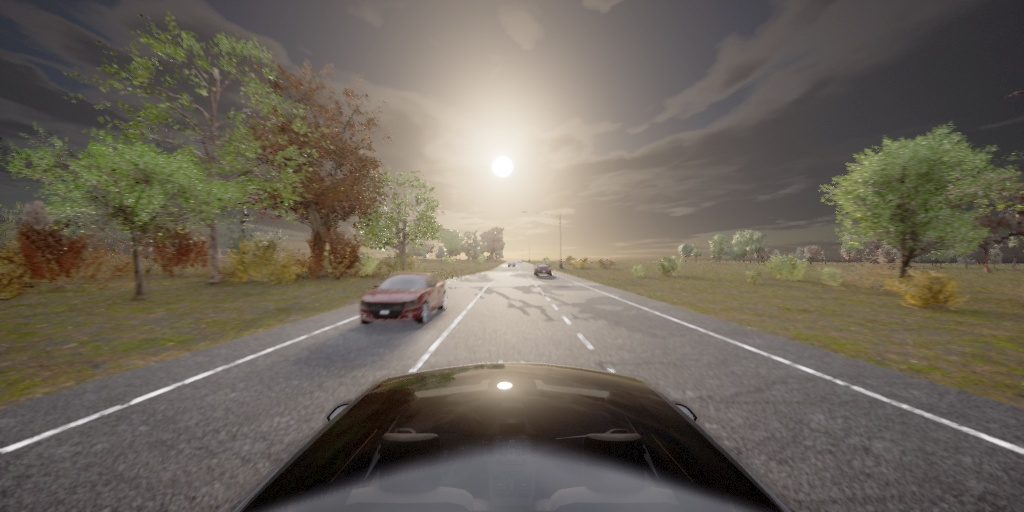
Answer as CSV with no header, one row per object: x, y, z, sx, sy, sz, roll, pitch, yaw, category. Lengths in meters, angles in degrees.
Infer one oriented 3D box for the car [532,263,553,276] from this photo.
3.496,1.531,41.403,1.812,1.442,4.674,0,0,0,car

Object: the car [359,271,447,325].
-3.521,1.300,12.406,1.882,1.535,5.008,0,0,0,car
